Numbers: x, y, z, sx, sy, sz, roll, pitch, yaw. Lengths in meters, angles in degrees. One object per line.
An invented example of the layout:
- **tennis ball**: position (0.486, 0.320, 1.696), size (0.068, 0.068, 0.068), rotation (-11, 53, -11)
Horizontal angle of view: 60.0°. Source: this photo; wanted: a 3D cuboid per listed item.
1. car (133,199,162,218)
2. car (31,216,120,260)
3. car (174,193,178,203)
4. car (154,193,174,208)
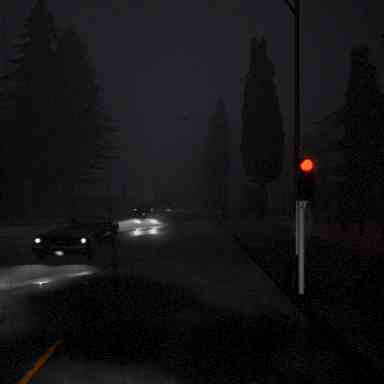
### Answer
- **car**: position (-4.149, 1.598, 30.658), size (1.895, 1.301, 4.718), rotation (0, 0, 0)
- **car**: position (-4.121, 1.600, 12.565), size (1.895, 1.301, 4.718), rotation (0, 0, 0)
- **car**: position (-4.077, 1.239, 67.491), size (2.150, 2.045, 5.566), rotation (0, 0, 0)
- **car**: position (-4.172, 1.217, 47.784), size (2.150, 2.045, 5.566), rotation (0, 0, 0)
